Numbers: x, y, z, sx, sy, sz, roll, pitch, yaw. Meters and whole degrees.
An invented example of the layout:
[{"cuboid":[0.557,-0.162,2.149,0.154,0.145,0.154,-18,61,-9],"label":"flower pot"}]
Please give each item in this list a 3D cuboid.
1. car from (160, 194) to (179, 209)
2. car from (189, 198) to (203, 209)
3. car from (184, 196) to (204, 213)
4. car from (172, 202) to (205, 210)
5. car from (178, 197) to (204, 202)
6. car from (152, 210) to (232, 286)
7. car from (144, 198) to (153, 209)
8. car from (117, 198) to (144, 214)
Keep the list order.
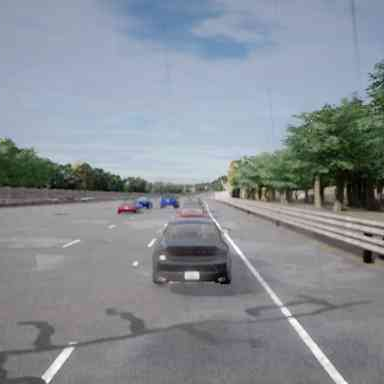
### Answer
[{"cuboid":[-2.979,1.252,45.199,2.150,2.045,5.566,0,0,3],"label":"car"},{"cuboid":[0.555,1.540,45.822,1.812,1.442,4.674,0,0,2],"label":"car"},{"cuboid":[0.272,1.332,36.626,2.097,1.767,4.553,0,0,1],"label":"car"},{"cuboid":[0.002,1.508,19.317,1.812,1.442,4.674,0,0,0],"label":"car"},{"cuboid":[0.049,1.479,29.259,1.837,1.490,4.892,0,0,1],"label":"car"},{"cuboid":[0.001,1.488,9.350,1.837,1.490,4.892,0,0,0],"label":"car"},{"cuboid":[-6.481,1.528,44.968,1.882,1.535,5.008,0,0,2],"label":"car"},{"cuboid":[-6.727,1.587,35.815,1.994,1.385,4.181,0,0,-1],"label":"car"}]
